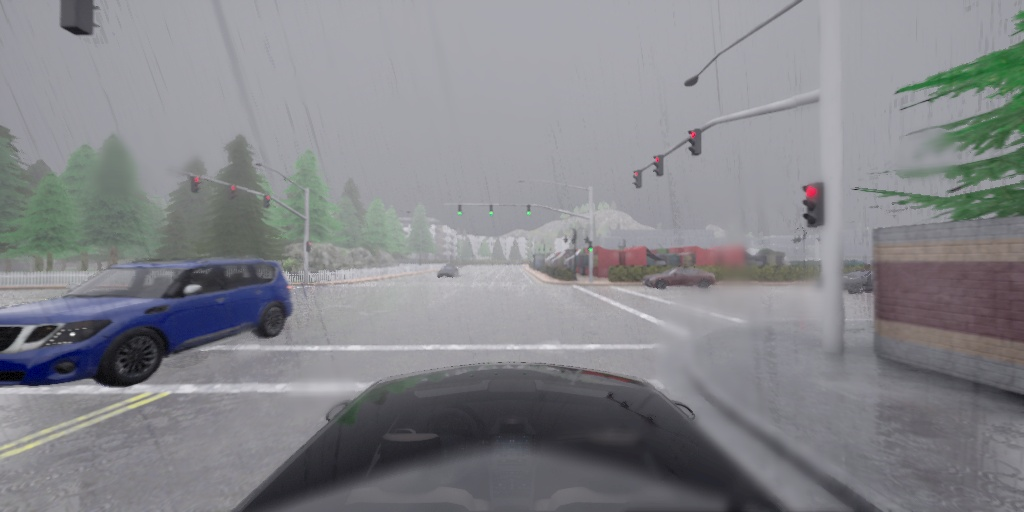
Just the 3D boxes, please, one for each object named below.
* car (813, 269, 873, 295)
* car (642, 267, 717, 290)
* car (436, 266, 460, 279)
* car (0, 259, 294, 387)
[{"bbox_3d":[20.578,1.463,20.562,5.357,1.411,2.033,0,-1,0],"label":"car"},{"bbox_3d":[11.140,1.483,23.993,4.674,1.442,1.812,0,-1,0],"label":"car"},{"bbox_3d":[-7.027,1.777,40.005,2.033,1.411,5.357,0,0,0],"label":"car"},{"bbox_3d":[-6.999,1.086,7.446,2.150,2.045,5.566,0,0,0],"label":"car"}]
